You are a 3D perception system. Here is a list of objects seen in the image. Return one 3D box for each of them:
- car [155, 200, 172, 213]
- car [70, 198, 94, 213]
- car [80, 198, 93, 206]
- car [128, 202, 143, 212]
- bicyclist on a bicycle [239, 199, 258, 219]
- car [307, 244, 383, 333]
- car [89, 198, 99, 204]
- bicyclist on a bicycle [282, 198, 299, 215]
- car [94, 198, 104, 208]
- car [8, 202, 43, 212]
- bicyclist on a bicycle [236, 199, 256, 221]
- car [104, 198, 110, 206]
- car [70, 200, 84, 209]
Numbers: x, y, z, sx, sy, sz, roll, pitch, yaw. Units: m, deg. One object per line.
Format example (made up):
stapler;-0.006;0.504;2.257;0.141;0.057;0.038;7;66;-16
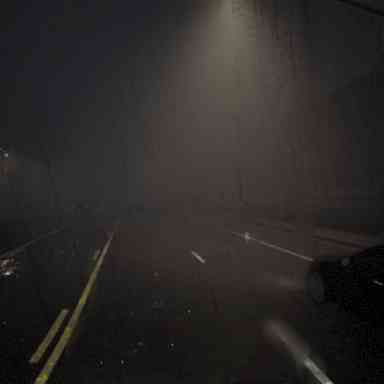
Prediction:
car;-3.822;1.827;43.669;1.882;1.535;5.008;-1;0;-11
car;-14.864;1.890;44.666;2.097;1.767;4.553;-1;0;-10
car;-24.317;2.247;76.828;2.097;1.767;4.553;-1;0;-11
car;-7.635;1.985;45.053;1.994;1.385;4.181;-1;0;-11
bicyclist on a bicycle;4.710;1.406;27.819;1.656;1.620;0.582;-1;0;-37
car;3.542;1.502;5.207;1.812;1.442;4.674;0;0;-7
car;-27.069;2.418;91.644;2.128;1.511;4.902;-1;0;-11
bicyclist on a bicycle;9.284;1.355;31.490;1.656;1.620;0.582;-1;0;34
car;-17.776;2.168;60.702;1.882;1.535;5.008;-1;0;-10
car;-24.797;2.224;49.481;4.902;1.511;2.128;-1;0;-5
bicyclist on a bicycle;4.321;1.483;26.936;1.656;1.620;0.582;-9;2;-2
car;-20.632;2.356;76.165;2.128;1.511;4.902;-1;0;-11
car;-21.749;2.331;63.013;1.994;1.385;4.181;-1;0;-11
